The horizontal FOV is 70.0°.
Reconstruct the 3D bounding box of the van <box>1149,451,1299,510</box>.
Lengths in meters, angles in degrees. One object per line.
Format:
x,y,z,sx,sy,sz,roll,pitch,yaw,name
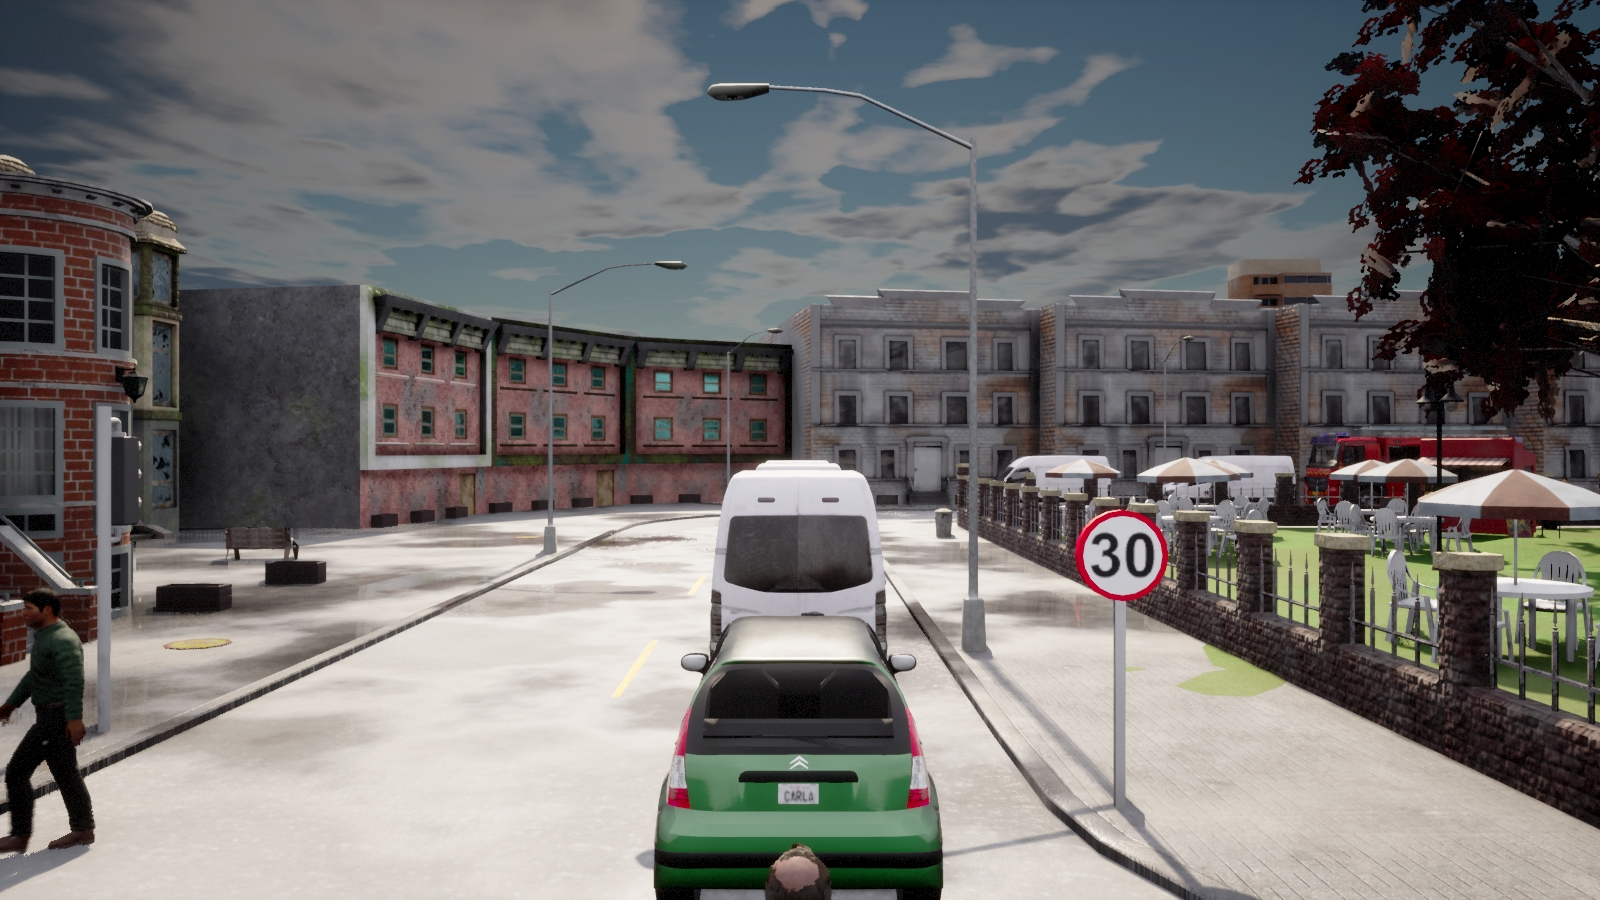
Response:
18.656,1.314,50.452,5.915,2.561,1.988,0,0,0,van

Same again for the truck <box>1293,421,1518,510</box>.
26.739,0.670,50.713,8.468,3.827,2.891,0,0,0,truck

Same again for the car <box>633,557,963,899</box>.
-0.015,1.779,8.404,1.851,1.617,3.988,0,0,0,car

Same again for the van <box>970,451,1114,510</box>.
10.611,1.315,50.430,5.915,2.561,1.988,0,0,0,van

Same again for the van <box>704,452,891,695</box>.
-0.025,1.315,15.105,1.988,2.561,5.915,0,0,0,van

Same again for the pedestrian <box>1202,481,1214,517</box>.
15.083,1.805,42.207,0.375,1.300,0.375,0,0,13,pedestrian

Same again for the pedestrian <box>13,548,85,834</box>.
-5.175,1.629,7.872,0.375,1.860,0.375,0,0,-39,pedestrian
